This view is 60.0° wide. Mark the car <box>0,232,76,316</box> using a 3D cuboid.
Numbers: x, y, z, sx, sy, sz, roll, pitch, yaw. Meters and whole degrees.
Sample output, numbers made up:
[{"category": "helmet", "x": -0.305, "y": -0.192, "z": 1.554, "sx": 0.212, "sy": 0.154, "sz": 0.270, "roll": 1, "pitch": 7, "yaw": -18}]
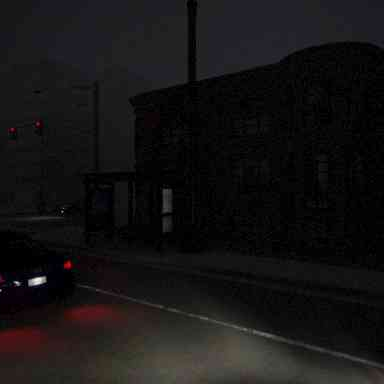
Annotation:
[{"category": "car", "x": -4.388, "y": 1.564, "z": 7.129, "sx": 4.181, "sy": 1.385, "sz": 1.994, "roll": 0, "pitch": 0, "yaw": 36}]

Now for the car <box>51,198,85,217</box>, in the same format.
[{"category": "car", "x": -10.982, "y": 1.352, "z": 31.736, "sx": 2.097, "sy": 1.767, "sz": 4.553, "roll": 0, "pitch": 0, "yaw": 36}]
